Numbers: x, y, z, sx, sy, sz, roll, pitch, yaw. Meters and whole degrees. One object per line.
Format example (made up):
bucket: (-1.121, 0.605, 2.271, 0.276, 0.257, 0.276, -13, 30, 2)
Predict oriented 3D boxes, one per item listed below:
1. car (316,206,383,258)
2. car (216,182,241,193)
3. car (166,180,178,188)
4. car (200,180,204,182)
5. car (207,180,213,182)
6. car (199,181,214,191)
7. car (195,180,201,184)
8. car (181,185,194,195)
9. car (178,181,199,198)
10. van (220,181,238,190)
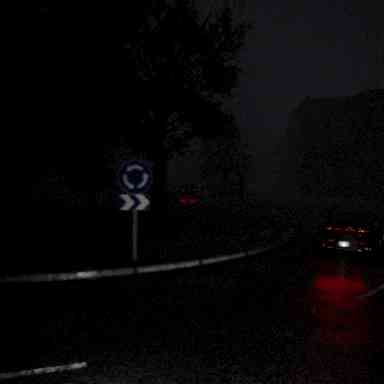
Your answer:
car: (5.848, 1.287, 12.150, 1.837, 1.490, 4.892, 2, 2, 31)
car: (7.363, -0.555, 64.615, 4.892, 1.521, 2.231, 1, 3, 5)
car: (-6.284, -2.023, 92.580, 2.097, 1.535, 5.008, 1, 3, 9)
car: (1.495, -1.623, 84.650, 1.895, 1.301, 4.718, 1, 3, 8)
car: (4.585, -1.961, 85.089, 2.150, 2.045, 5.566, 1, 3, 8)
car: (3.178, -0.972, 71.888, 1.837, 1.490, 4.892, 1, 3, 5)
car: (0.240, -1.119, 72.719, 2.097, 1.767, 4.553, 1, 3, 5)
car: (-0.750, -0.381, 59.847, 1.837, 1.490, 4.892, 1, 3, 4)
car: (-0.596, -0.200, 49.452, 2.150, 2.045, 5.566, 0, 3, -4)
van: (9.001, -1.553, 80.814, 4.442, 1.987, 1.878, 1, 3, 7)
